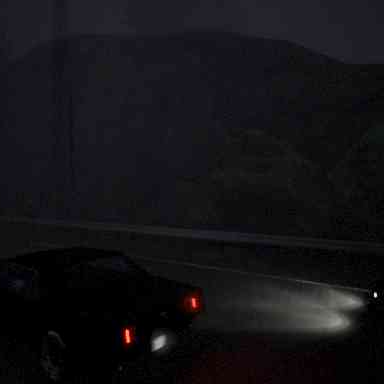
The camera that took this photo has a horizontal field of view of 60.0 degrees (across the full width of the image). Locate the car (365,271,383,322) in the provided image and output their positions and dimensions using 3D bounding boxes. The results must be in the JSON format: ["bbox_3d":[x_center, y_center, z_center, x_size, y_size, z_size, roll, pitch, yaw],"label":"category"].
[{"bbox_3d":[5.381,1.537,4.392,5.357,1.411,2.033,0,0,36],"label":"car"}]

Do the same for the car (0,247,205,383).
[{"bbox_3d":[-2.246,1.594,5.397,4.718,1.301,1.895,0,0,34],"label":"car"}]
